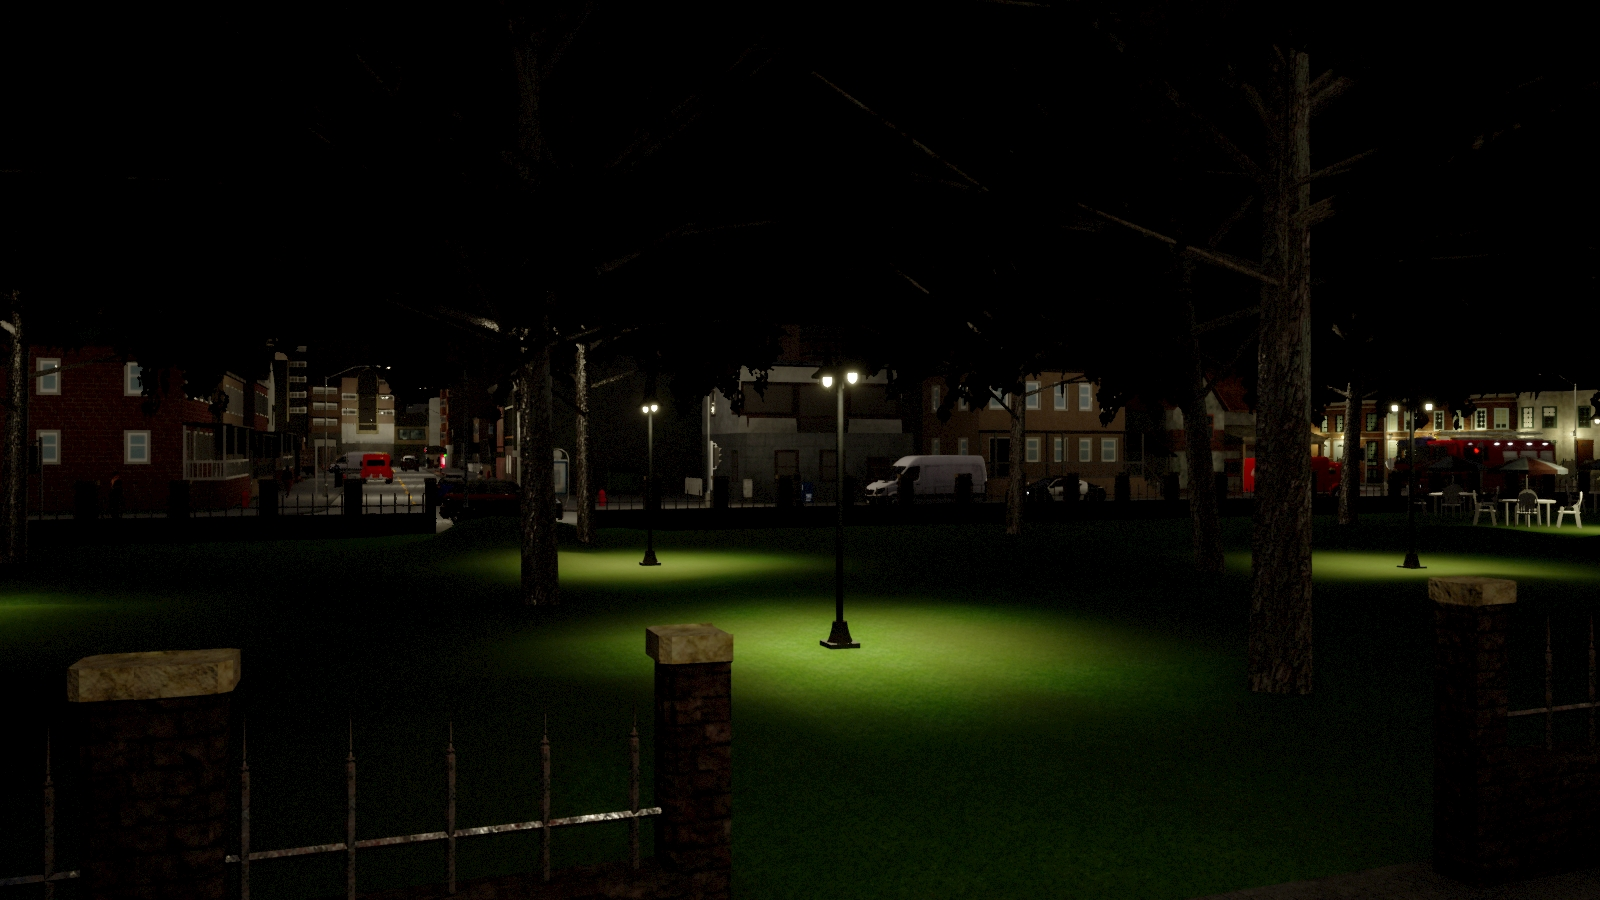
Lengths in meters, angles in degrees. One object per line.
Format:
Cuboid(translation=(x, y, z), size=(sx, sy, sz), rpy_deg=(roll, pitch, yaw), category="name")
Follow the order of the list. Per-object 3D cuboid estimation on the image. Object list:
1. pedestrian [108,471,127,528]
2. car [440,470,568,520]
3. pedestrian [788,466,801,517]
Cuboid(translation=(-22.625, 1.628, 37.870), size=(0.375, 1.860, 0.375), rpy_deg=(0, 0, 11), category="pedestrian")
Cuboid(translation=(-11.312, 1.686, 43.641), size=(4.553, 1.767, 2.097), rpy_deg=(0, 0, -20), category="car")
Cuboid(translation=(-0.200, 1.525, 42.045), size=(0.375, 1.860, 0.375), rpy_deg=(0, 0, -20), category="pedestrian")
